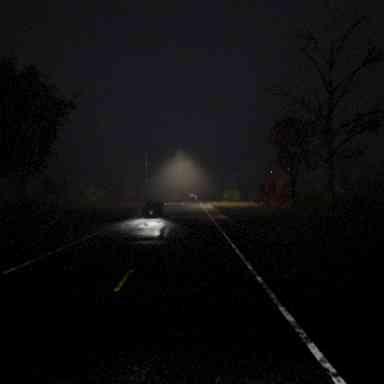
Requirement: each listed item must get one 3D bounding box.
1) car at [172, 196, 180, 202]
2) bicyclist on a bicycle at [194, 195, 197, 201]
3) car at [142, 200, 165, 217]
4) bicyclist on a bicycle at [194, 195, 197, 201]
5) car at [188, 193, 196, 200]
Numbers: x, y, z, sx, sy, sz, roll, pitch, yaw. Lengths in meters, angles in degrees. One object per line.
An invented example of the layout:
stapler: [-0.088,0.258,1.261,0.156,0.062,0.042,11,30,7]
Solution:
car: [-3.502,1.552,73.814,2.033,1.411,5.357,0,0,0]
bicyclist on a bicycle: [0.938,1.500,74.825,0.866,1.612,1.509,0,0,0]
car: [-3.598,1.546,31.727,2.128,1.511,4.902,0,0,0]
bicyclist on a bicycle: [0.937,1.492,83.958,0.866,1.612,1.509,0,0,0]
car: [-0.003,1.592,93.106,1.895,1.301,4.718,0,0,0]
